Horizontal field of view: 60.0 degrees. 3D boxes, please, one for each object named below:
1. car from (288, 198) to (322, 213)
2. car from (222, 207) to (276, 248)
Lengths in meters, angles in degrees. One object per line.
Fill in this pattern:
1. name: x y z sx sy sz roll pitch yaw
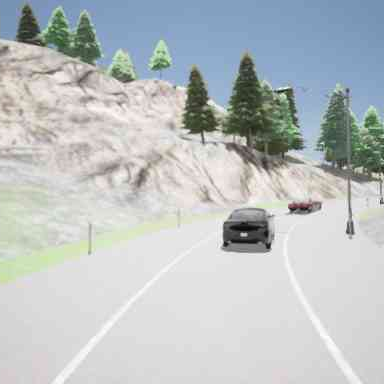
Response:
1. car: 10.581 1.177 30.807 1.895 1.301 4.718 -2 1 36
2. car: 2.614 1.416 14.688 1.882 1.535 5.008 -1 0 16
